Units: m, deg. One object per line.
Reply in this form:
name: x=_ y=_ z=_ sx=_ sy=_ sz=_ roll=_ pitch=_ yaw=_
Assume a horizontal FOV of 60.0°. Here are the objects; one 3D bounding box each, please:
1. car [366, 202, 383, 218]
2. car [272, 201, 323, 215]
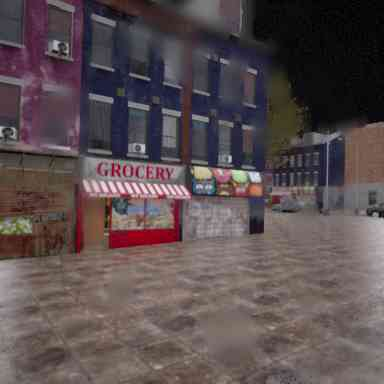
car: x=16.663 y=1.531 z=26.772 sx=1.837 sy=1.490 sz=4.892 roll=2 pitch=-2 yaw=-34
car: x=10.945 y=1.648 z=34.920 sx=2.033 sy=1.411 sz=5.357 roll=2 pitch=-2 yaw=-35
